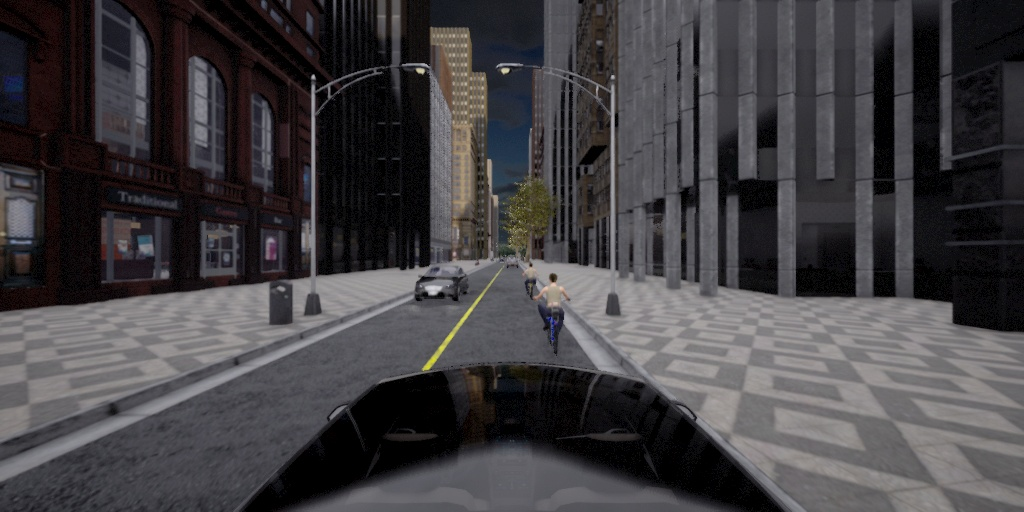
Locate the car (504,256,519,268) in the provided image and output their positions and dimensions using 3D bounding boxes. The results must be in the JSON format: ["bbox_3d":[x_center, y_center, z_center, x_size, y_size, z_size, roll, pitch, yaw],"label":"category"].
[{"bbox_3d":[0.115,1.157,58.475,2.033,1.411,5.357,0,0,0],"label":"car"}]

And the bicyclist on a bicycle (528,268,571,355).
[{"bbox_3d":[0.857,1.159,7.597,0.866,1.612,1.509,0,0,0],"label":"bicyclist on a bicycle"}]

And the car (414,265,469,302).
[{"bbox_3d":[-3.096,1.180,16.526,2.128,1.511,4.902,0,0,0],"label":"car"}]

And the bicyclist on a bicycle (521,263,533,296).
[{"bbox_3d":[0.854,1.126,16.389,0.866,1.612,1.509,0,0,0],"label":"bicyclist on a bicycle"}]
